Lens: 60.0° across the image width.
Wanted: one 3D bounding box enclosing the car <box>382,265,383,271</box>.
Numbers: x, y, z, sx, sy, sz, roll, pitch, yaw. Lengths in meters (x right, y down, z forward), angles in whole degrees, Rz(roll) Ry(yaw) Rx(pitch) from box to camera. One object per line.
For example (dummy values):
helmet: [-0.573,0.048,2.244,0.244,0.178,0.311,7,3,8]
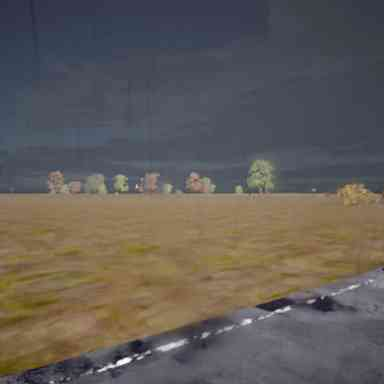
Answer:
car: [6.791,1.660,8.566,4.718,1.301,1.895,0,0,-38]
